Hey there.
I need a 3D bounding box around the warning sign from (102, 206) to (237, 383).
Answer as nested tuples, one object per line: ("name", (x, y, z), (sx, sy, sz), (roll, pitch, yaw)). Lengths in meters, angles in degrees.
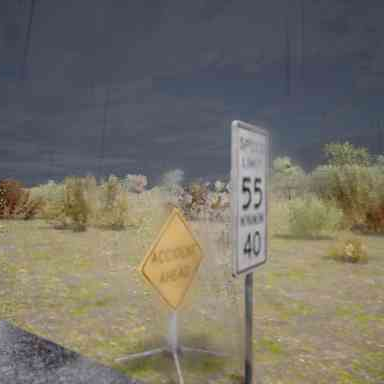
("warning sign", (-0.234, 1.131, 4.106), (1.060, 1.860, 1.300), (0, 0, 35))
